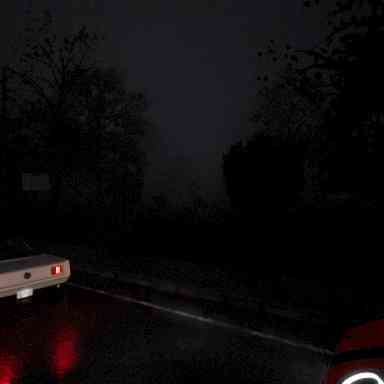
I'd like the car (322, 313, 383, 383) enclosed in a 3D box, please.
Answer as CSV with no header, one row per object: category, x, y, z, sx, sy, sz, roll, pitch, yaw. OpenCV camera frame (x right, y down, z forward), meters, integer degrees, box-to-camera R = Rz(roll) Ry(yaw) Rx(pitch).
car,3.101,1.352,1.815,4.553,1.767,2.097,0,0,35

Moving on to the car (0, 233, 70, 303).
car,-4.920,1.601,7.494,4.718,1.301,1.895,0,0,35
